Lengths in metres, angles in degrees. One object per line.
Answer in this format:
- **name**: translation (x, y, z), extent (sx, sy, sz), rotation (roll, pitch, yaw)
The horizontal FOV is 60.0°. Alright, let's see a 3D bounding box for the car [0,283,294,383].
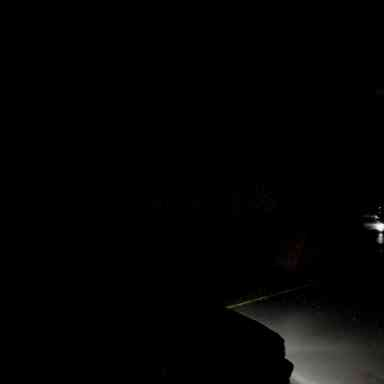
- **car**: translation (-1.563, 1.547, 2.631), extent (5.357, 1.411, 2.033), rotation (0, 0, -36)

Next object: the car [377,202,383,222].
- **car**: translation (14.627, 1.403, 23.023), extent (4.181, 1.385, 1.994), rotation (0, 0, -35)
